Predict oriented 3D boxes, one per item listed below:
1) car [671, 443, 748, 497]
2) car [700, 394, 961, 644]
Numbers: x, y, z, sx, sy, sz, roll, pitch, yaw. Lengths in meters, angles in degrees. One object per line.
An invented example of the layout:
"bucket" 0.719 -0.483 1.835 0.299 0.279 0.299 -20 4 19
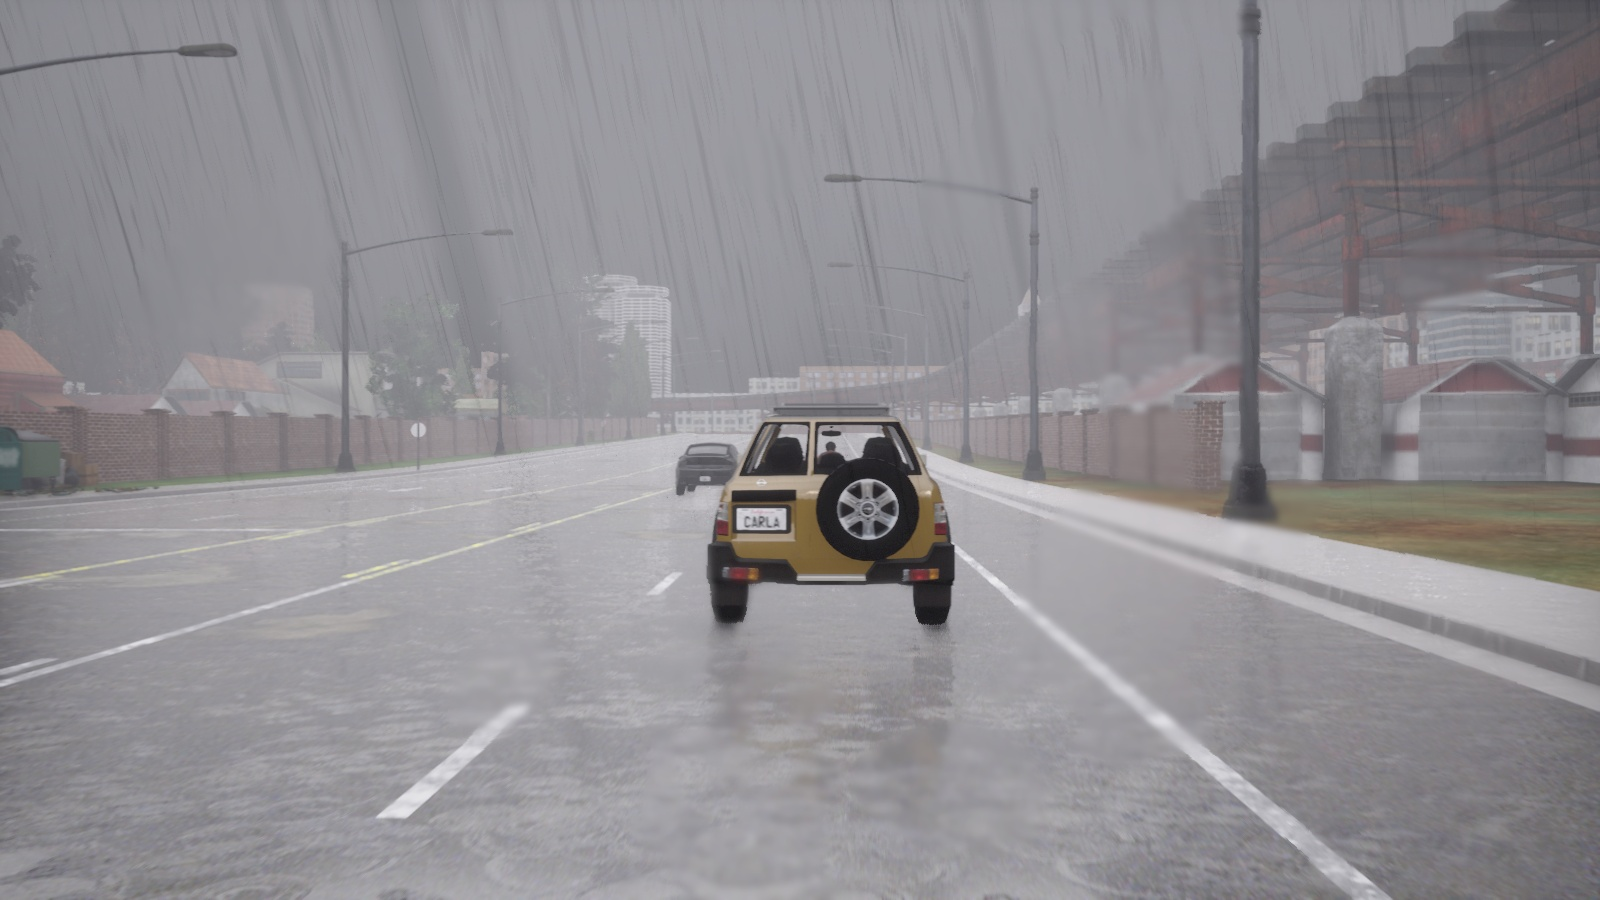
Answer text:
"car" -2.614 0.539 37.420 1.837 1.490 4.892 0 0 1
"car" 0.282 0.498 11.618 1.932 1.855 4.605 0 0 1
